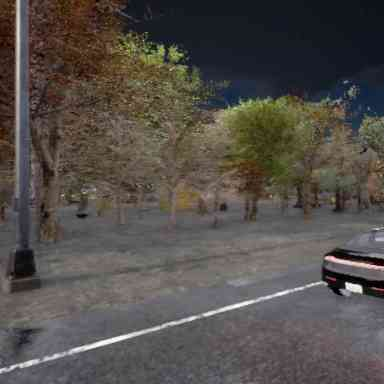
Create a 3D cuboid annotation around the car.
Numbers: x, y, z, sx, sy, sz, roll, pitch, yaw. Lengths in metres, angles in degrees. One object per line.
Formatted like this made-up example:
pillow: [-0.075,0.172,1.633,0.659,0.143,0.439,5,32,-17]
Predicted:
car: [4.906,1.545,7.523,4.902,1.511,2.128,0,-1,-36]
